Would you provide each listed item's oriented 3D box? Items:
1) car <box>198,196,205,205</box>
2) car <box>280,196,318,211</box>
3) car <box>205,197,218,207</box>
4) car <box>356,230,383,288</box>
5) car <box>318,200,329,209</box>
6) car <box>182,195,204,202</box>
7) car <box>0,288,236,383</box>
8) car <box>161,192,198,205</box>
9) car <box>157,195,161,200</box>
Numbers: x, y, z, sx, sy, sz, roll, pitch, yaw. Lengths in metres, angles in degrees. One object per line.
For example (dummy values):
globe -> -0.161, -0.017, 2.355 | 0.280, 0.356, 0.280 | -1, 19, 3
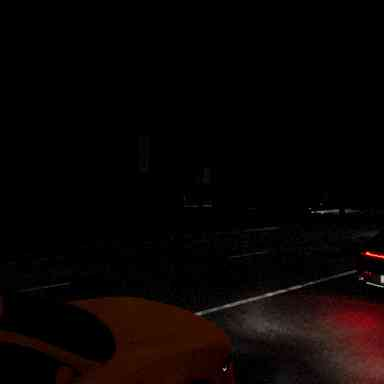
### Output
car -> 1.380, 1.366, 53.875 | 1.895, 1.301, 4.718 | -1, 0, -39
car -> 10.658, 1.333, 36.767 | 2.033, 1.411, 5.357 | -1, 0, -39
car -> 4.508, 1.268, 44.401 | 1.882, 1.535, 5.008 | -1, 0, -39
car -> 5.825, 1.468, 7.922 | 4.892, 1.490, 1.837 | 0, 0, -36
car -> 13.472, 1.260, 38.854 | 1.837, 1.490, 4.892 | -1, 0, -39
car -> 0.073, 1.308, 66.972 | 1.895, 1.301, 4.718 | -1, 0, -39
car -> -1.879, 1.478, 2.388 | 5.008, 1.535, 1.882 | 0, 0, -36
car -> -2.046, 1.017, 52.546 | 2.150, 2.045, 5.566 | -1, 0, -39
car -> -6.278, 1.238, 74.749 | 2.128, 1.511, 4.902 | -1, 0, -38
